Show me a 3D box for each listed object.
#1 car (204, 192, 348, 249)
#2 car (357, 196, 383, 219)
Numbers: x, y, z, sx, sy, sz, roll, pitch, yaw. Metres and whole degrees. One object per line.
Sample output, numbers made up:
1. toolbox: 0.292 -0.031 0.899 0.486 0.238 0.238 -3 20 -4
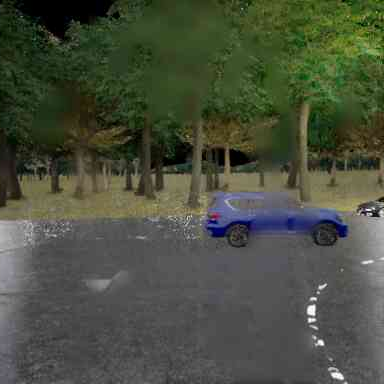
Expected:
1. car: 3.282 1.055 13.548 5.566 2.045 2.150 -1 2 -1
2. car: 12.806 0.836 20.574 4.892 1.490 1.837 -3 3 0
